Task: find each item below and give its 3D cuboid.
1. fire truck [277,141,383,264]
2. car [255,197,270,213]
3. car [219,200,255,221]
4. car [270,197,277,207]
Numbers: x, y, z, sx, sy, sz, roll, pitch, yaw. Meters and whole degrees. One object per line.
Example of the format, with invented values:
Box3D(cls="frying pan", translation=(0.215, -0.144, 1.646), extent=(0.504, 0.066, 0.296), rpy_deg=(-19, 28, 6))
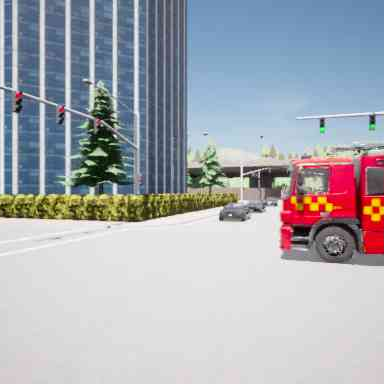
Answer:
Box3D(cls="fire truck", translation=(7.292, 0.342, 10.777), extent=(8.468, 3.827, 2.891), rpy_deg=(0, 0, 18))
Box3D(cls="car", translation=(7.069, 1.546, 36.997), extent=(2.033, 1.411, 5.357), rpy_deg=(0, 0, 19))
Box3D(cls="car", translation=(3.540, 1.563, 26.925), extent=(1.994, 1.385, 4.181), rpy_deg=(0, 0, 19))
Box3D(cls="car", translation=(12.397, 1.490, 51.998), extent=(2.128, 1.511, 4.902), rpy_deg=(0, 0, 20))
